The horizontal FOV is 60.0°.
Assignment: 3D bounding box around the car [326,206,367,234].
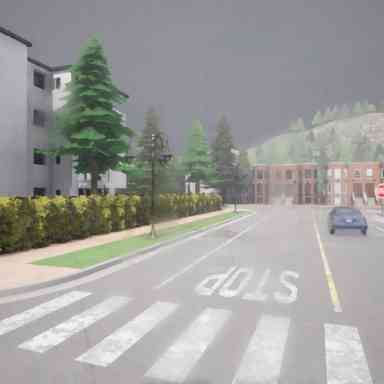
[{"bbox_3d":[8.927,1.532,19.379,2.033,1.411,5.357,0,0,20],"label":"car"}]
